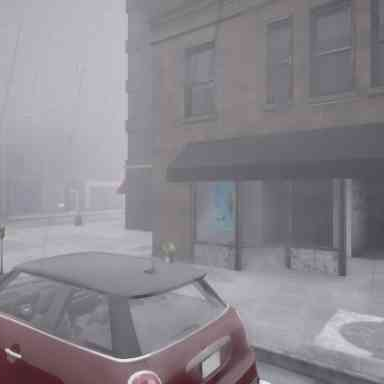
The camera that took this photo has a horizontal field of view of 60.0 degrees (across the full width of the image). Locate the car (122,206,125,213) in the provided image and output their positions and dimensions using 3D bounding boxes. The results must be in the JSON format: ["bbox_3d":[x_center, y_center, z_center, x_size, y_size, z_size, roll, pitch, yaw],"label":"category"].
[{"bbox_3d":[-5.057,1.517,34.344,1.812,1.442,4.674,0,0,35],"label":"car"}]

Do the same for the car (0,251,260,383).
[{"bbox_3d":[-1.418,1.440,3.864,4.097,1.590,1.967,0,0,36],"label":"car"}]
